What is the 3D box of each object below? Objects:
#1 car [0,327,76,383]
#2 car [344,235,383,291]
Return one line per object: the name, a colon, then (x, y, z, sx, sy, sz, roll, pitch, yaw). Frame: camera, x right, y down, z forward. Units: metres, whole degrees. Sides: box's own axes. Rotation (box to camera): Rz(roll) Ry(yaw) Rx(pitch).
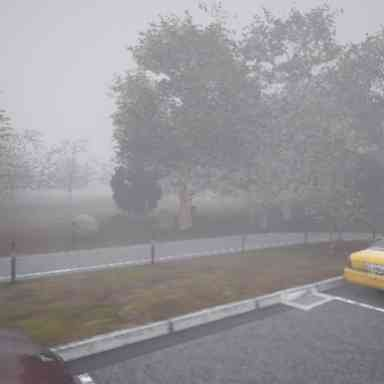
car: (-3.145, 1.523, 1.825, 4.792, 1.488, 2.163, 0, -1, -33)
car: (6.023, 1.579, 8.340, 5.366, 1.575, 1.946, 0, 0, -33)
